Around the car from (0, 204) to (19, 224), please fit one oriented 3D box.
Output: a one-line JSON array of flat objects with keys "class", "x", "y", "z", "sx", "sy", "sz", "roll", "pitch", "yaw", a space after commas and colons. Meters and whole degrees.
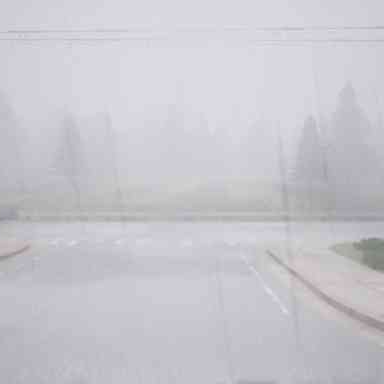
[{"class": "car", "x": -14.426, "y": 1.476, "z": 22.621, "sx": 4.902, "sy": 1.511, "sz": 2.128, "roll": 0, "pitch": 0, "yaw": 0}]
